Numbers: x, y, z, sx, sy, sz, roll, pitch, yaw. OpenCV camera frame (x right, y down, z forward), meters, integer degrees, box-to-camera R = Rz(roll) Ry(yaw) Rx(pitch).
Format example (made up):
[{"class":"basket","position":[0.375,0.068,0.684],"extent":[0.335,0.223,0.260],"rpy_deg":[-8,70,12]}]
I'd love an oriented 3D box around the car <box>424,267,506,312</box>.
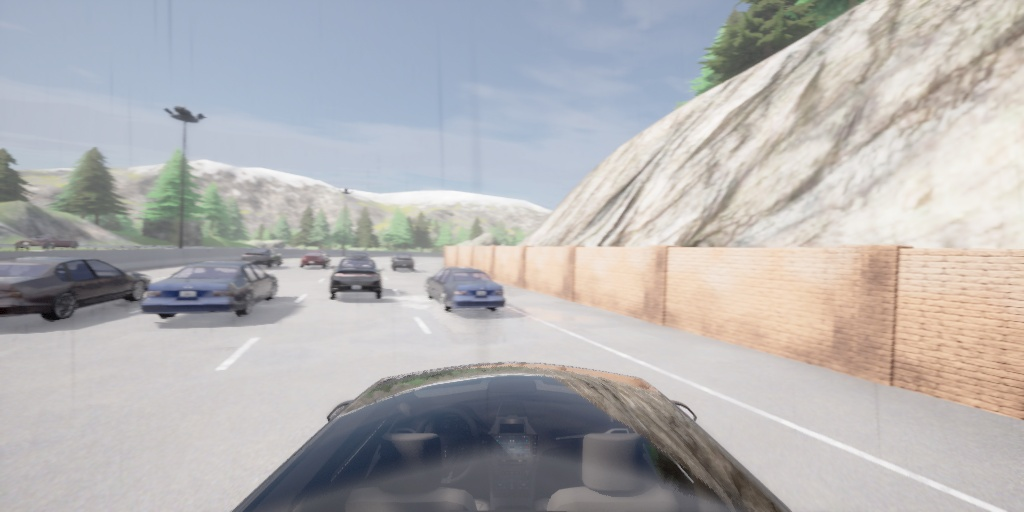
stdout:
[{"class":"car","position":[-1.910,1.105,13.196],"extent":[2.033,1.411,5.357],"rpy_deg":[2,1,-23]}]

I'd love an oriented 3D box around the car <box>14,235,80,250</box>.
[{"class":"car","position":[-43.368,-1.307,33.573],"extent":[1.994,1.385,4.181],"rpy_deg":[2,1,-13]}]

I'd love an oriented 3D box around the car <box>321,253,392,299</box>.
[{"class":"car","position":[-6.425,0.833,14.907],"extent":[2.128,1.511,4.902],"rpy_deg":[2,1,-23]}]

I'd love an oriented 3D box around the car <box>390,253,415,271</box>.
[{"class":"car","position":[-9.814,0.522,32.189],"extent":[2.128,1.511,4.902],"rpy_deg":[2,1,-21]}]

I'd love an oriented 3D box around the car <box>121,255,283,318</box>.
[{"class":"car","position":[-8.356,0.844,10.483],"extent":[2.033,1.411,5.357],"rpy_deg":[2,1,-23]}]

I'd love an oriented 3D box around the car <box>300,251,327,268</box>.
[{"class":"car","position":[-16.650,0.267,30.508],"extent":[1.812,1.442,4.674],"rpy_deg":[2,1,-21]}]

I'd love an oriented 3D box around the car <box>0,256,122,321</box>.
[{"class":"car","position":[-11.571,0.714,9.105],"extent":[2.033,1.411,5.357],"rpy_deg":[2,1,-23]}]

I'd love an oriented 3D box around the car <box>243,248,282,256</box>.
[{"class":"car","position":[-19.476,0.131,28.115],"extent":[2.128,1.511,4.902],"rpy_deg":[2,1,-21]}]
